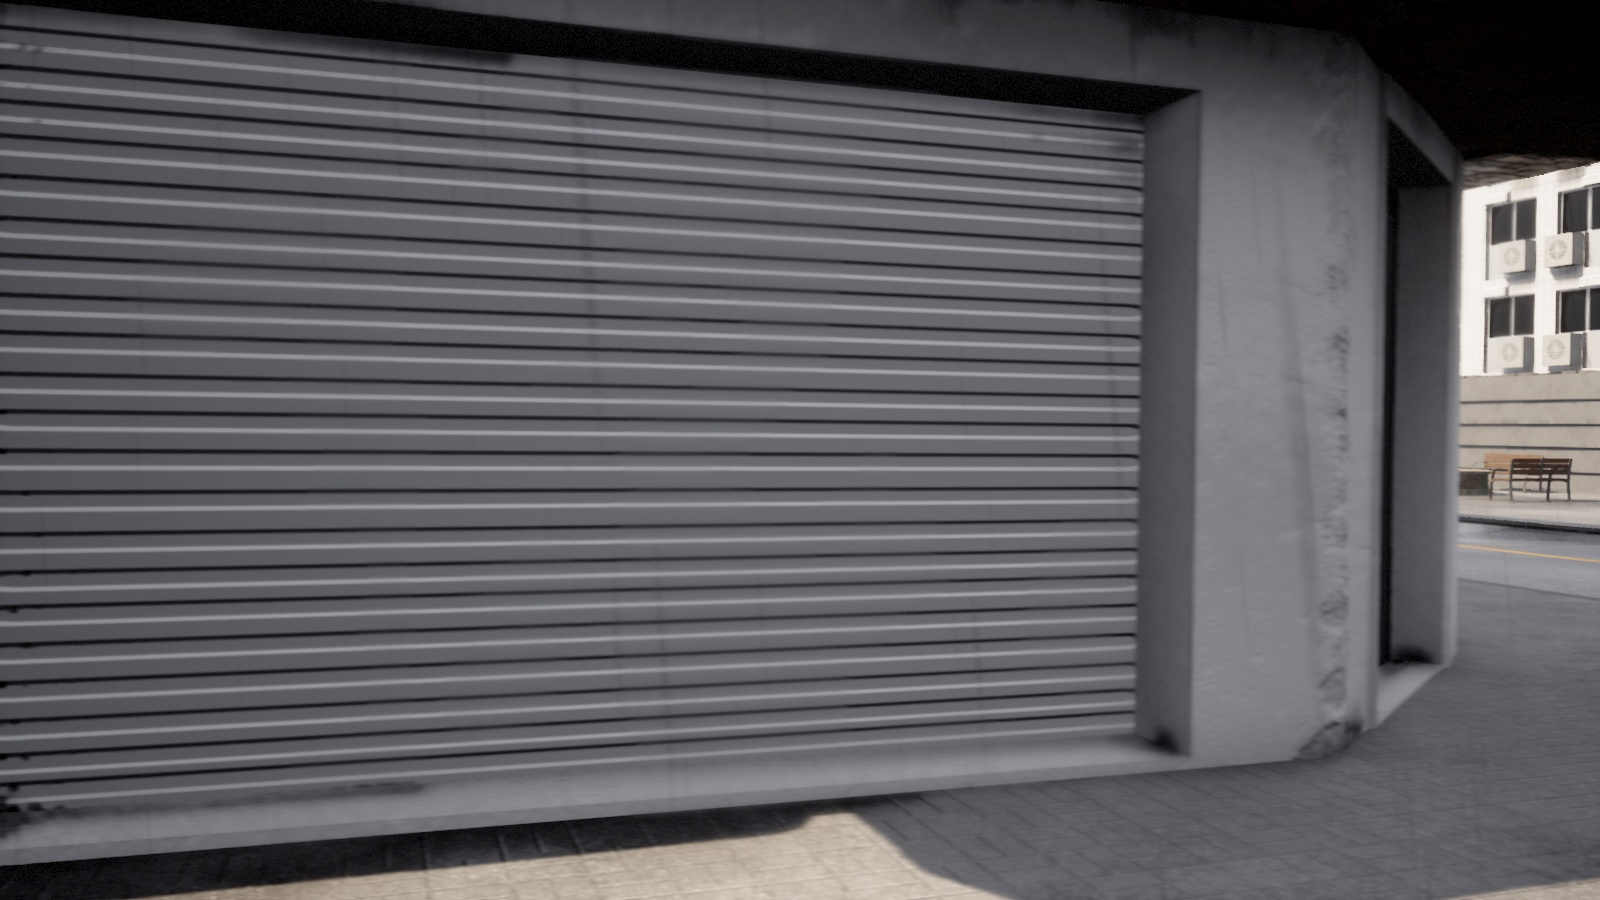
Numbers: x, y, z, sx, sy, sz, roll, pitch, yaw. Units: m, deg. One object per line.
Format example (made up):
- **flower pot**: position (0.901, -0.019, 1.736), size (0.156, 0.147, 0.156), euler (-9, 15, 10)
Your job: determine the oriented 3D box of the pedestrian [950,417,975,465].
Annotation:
- **pedestrian**: position (6.657, -0.375, 51.339), size (0.659, 1.952, 0.873), euler (-1, 1, -20)
